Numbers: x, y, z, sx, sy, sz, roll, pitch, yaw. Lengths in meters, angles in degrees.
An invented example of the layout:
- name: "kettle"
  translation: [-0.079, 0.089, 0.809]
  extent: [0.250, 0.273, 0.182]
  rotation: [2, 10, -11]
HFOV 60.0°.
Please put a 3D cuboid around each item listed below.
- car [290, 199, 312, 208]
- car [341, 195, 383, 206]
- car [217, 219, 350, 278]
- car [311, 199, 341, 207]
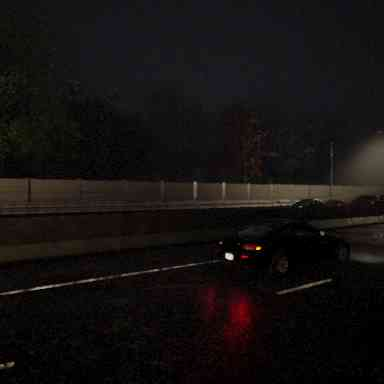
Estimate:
- name: "car"
  translation: [13.762, 1.595, 39.618]
  extent: [4.892, 1.490, 1.837]
  rotation: [0, 0, -35]
- name: "car"
  translation: [18.064, 1.314, 34.090]
  extent: [5.566, 2.045, 2.150]
  rotation: [0, 0, -35]
- name: "car"
  translation: [2.870, 1.542, 10.135]
  extent: [4.674, 1.442, 1.812]
  rotation: [0, 0, -35]
- name: "car"
  translation: [15.606, 1.616, 36.624]
  extent: [4.674, 1.442, 1.812]
  rotation: [0, 0, -36]
